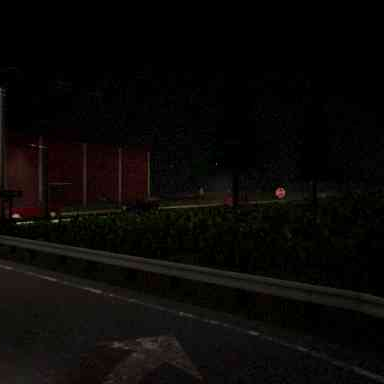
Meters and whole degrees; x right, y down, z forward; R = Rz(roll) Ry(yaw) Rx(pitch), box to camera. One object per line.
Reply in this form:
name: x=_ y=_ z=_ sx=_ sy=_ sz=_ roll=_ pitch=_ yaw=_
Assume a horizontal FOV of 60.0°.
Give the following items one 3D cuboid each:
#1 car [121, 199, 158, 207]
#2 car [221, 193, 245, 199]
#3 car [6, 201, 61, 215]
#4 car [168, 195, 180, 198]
car: x=-5.894 y=1.527 z=37.883 sx=2.128 sy=1.511 sz=4.902 roll=0 pitch=0 yaw=36
car: x=6.761 y=1.261 z=54.929 sx=2.150 sy=2.045 sz=5.566 roll=0 pitch=0 yaw=37
car: x=-13.440 y=1.513 z=27.643 sx=1.882 sy=1.535 sz=5.008 roll=0 pitch=0 yaw=36
car: x=-4.707 y=1.550 z=85.616 sx=1.816 sy=1.474 sz=4.193 roll=0 pitch=0 yaw=36
